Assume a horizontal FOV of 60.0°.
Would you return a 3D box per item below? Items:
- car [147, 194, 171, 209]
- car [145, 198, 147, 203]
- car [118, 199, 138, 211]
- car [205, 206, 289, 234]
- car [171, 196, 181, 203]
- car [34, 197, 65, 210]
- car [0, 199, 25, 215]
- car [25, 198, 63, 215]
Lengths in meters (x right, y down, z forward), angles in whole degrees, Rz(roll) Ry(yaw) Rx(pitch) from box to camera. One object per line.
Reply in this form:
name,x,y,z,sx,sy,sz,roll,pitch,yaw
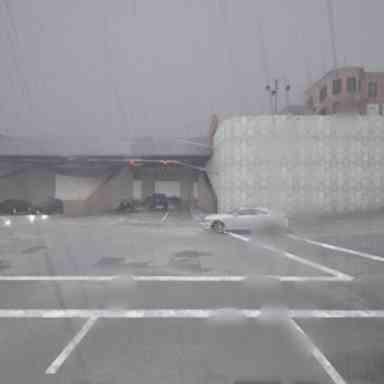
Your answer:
car,-4.541,1.226,46.654,2.150,2.045,5.566,0,0,-2
car,-8.098,1.514,67.463,1.837,1.490,4.892,0,1,9
car,-7.905,1.551,41.603,2.033,1.411,5.357,0,0,-2
car,3.046,1.541,18.791,4.674,1.442,1.812,0,0,7
car,-3.754,1.526,71.524,2.128,1.511,4.902,0,0,17
car,-18.656,1.496,43.873,2.128,1.511,4.902,0,0,-1
car,-18.390,1.481,34.264,1.882,1.535,5.008,0,0,-1
car,-14.902,1.551,34.676,2.033,1.411,5.357,0,0,-2
